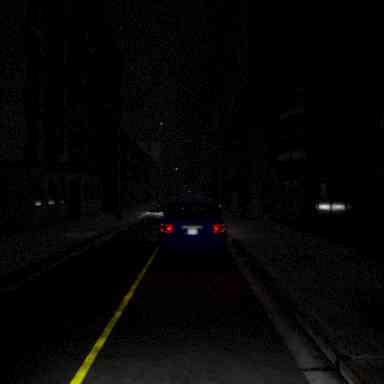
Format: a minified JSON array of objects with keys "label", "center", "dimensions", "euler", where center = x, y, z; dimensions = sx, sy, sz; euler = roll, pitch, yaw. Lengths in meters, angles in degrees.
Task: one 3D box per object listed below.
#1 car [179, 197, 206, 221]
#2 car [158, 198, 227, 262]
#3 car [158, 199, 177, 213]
[{"label":"car","center":[0.063,1.386,28.426],"dimensions":[2.097,1.767,4.553],"euler":[0,0,1]},{"label":"car","center":[0.040,1.238,12.354],"dimensions":[2.150,2.045,5.566],"euler":[0,0,1]},{"label":"car","center":[-2.769,1.552,38.310],"dimensions":[1.837,1.490,4.892],"euler":[0,0,1]}]
